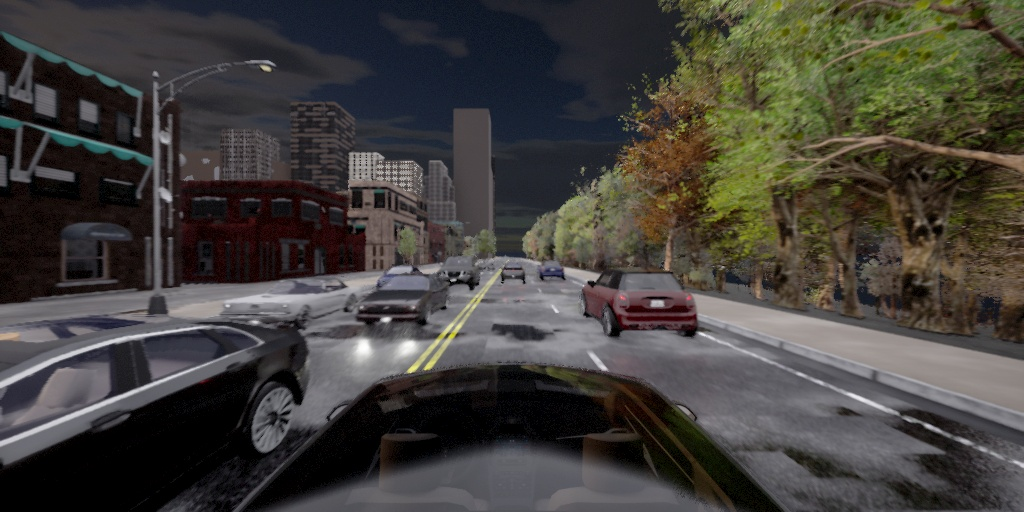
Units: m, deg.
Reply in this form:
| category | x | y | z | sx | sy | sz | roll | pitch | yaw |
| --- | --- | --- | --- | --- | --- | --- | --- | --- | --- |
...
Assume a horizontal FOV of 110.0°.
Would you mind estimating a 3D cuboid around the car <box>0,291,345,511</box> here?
| category | x | y | z | sx | sy | sz | roll | pitch | yaw |
| --- | --- | --- | --- | --- | --- | --- | --- | --- | --- |
| car | -3.327 | 1.242 | 2.255 | 2.128 | 1.511 | 4.902 | 0 | 0 | 1 |

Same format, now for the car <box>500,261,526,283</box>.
| category | x | y | z | sx | sy | sz | roll | pitch | yaw |
| --- | --- | --- | --- | --- | --- | --- | --- | --- | --- |
| car | 0.093 | 1.264 | 28.053 | 2.128 | 1.511 | 4.902 | 0 | 0 | 0 |

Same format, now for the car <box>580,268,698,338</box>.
| category | x | y | z | sx | sy | sz | roll | pitch | yaw |
| --- | --- | --- | --- | --- | --- | --- | --- | --- | --- |
| car | 3.347 | 1.109 | 10.373 | 2.097 | 1.767 | 4.553 | 0 | 0 | 0 |

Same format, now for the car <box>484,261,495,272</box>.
| category | x | y | z | sx | sy | sz | roll | pitch | yaw |
| --- | --- | --- | --- | --- | --- | --- | --- | --- | --- |
| car | -3.263 | 1.388 | 47.758 | 1.994 | 1.385 | 4.181 | 0 | 0 | 0 |

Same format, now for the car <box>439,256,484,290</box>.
| category | x | y | z | sx | sy | sz | roll | pitch | yaw |
| --- | --- | --- | --- | --- | --- | --- | --- | --- | --- |
| car | -3.258 | 0.990 | 22.849 | 2.150 | 2.045 | 5.566 | 0 | 0 | 0 |

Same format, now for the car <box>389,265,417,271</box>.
| category | x | y | z | sx | sy | sz | roll | pitch | yaw |
| --- | --- | --- | --- | --- | --- | --- | --- | --- | --- |
| car | -6.506 | 1.293 | 21.507 | 1.812 | 1.442 | 4.674 | 0 | 0 | 0 |

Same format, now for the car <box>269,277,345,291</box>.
| category | x | y | z | sx | sy | sz | roll | pitch | yaw |
| --- | --- | --- | --- | --- | --- | --- | --- | --- | --- |
| car | -6.548 | 1.359 | 11.296 | 1.895 | 1.301 | 4.718 | 0 | 0 | -1 |

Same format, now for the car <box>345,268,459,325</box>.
| category | x | y | z | sx | sy | sz | roll | pitch | yaw |
| --- | --- | --- | --- | --- | --- | --- | --- | --- | --- |
| car | -3.316 | 1.306 | 12.137 | 2.033 | 1.411 | 5.357 | 0 | 0 | 0 |

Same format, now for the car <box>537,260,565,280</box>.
| category | x | y | z | sx | sy | sz | roll | pitch | yaw |
| --- | --- | --- | --- | --- | --- | --- | --- | --- | --- |
| car | 3.342 | 1.127 | 31.590 | 2.097 | 1.767 | 4.553 | 0 | 0 | 0 |

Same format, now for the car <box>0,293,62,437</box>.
| category | x | y | z | sx | sy | sz | roll | pitch | yaw |
| --- | --- | --- | --- | --- | --- | --- | --- | --- | --- |
| car | -6.587 | 1.228 | 1.986 | 1.882 | 1.535 | 5.008 | 0 | 0 | 0 |
